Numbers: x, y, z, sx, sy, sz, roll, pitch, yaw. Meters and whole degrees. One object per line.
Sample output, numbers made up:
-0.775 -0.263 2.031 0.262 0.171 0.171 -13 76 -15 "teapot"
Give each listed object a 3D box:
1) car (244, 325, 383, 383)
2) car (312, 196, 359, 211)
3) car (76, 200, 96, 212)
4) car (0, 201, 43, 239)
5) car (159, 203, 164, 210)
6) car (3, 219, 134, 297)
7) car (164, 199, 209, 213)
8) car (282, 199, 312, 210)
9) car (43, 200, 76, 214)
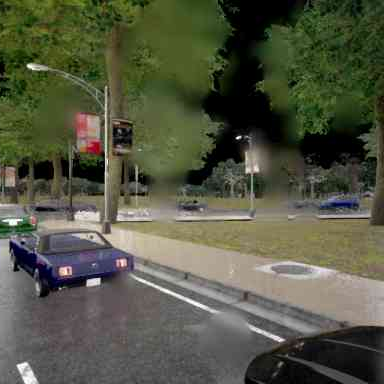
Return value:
2.352 1.478 1.244 1.882 1.535 5.008 0 0 -38 "car"
19.445 1.496 44.288 5.566 2.045 2.150 0 0 -14 "car"
-13.494 1.645 39.231 4.181 1.385 1.994 0 0 -14 "car"
-8.909 1.352 15.837 2.097 1.767 4.553 0 0 -38 "car"
-1.708 1.652 42.248 4.892 1.490 1.837 0 0 -14 "car"
-3.419 1.601 8.719 1.895 1.301 4.718 0 0 -38 "car"
-0.406 1.658 39.226 4.892 1.490 1.837 1 0 -14 "car"
15.008 1.743 46.515 4.902 1.511 2.128 0 0 -14 "car"
-15.313 1.560 35.411 4.902 1.511 2.128 1 0 -14 "car"
